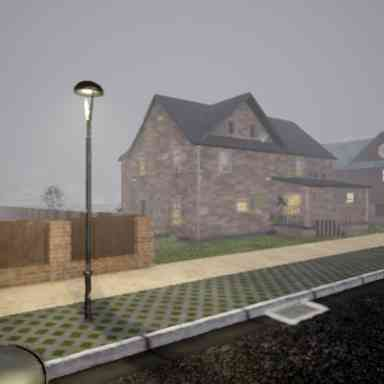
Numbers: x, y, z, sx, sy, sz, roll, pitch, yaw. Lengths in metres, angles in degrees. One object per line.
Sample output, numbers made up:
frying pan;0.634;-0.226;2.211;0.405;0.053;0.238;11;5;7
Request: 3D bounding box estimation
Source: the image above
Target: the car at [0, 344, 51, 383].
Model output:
car;-2.839;1.518;1.045;4.674;1.442;1.812;0;0;-35
